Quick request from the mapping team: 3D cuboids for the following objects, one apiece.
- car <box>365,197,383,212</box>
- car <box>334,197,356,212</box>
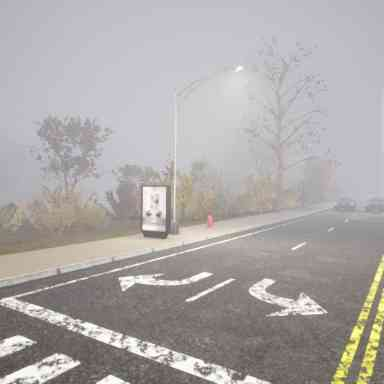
[{"bbox_3d":[21.253,1.393,38.326,2.097,1.767,4.553,0,0,30],"label":"car"},{"bbox_3d":[18.438,1.390,39.950,2.097,1.767,4.553,0,0,30],"label":"car"}]
